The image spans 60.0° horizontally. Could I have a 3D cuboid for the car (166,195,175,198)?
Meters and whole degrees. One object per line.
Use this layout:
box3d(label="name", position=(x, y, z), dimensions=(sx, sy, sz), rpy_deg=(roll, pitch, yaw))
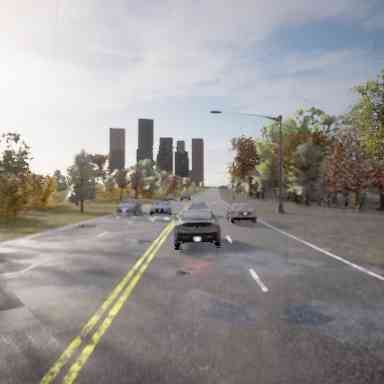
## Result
box3d(label="car", position=(-4.626, 1.277, 72.834), dimensions=(2.033, 1.411, 5.357), rpy_deg=(0, 0, 3))

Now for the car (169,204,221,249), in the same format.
box3d(label="car", position=(0.229, 1.487, 14.553), dimensions=(1.837, 1.490, 4.892), rpy_deg=(-1, -1, 1))

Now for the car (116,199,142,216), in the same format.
box3d(label="car", position=(-6.123, 1.466, 32.865), dimensions=(2.128, 1.511, 4.902), rpy_deg=(0, 0, 1))

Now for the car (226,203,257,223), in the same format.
box3d(label="car", position=(3.660, 1.526, 25.182), dimensions=(2.033, 1.411, 5.357), rpy_deg=(-1, 0, 1))

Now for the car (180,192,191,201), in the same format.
box3d(label="car", position=(-1.382, 0.961, 72.648), dimensions=(2.150, 2.045, 5.566), rpy_deg=(0, 0, 3))

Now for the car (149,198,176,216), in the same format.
box3d(label="car", position=(-2.891, 1.539, 32.065), dimensions=(1.994, 1.385, 4.181), rpy_deg=(0, 0, 1))

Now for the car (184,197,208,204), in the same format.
box3d(label="car", position=(0.541, 1.503, 31.467), dimensions=(1.994, 1.385, 4.181), rpy_deg=(1, 2, 1))
